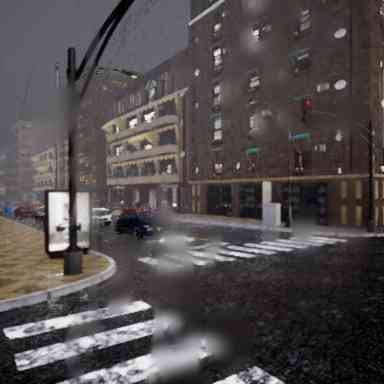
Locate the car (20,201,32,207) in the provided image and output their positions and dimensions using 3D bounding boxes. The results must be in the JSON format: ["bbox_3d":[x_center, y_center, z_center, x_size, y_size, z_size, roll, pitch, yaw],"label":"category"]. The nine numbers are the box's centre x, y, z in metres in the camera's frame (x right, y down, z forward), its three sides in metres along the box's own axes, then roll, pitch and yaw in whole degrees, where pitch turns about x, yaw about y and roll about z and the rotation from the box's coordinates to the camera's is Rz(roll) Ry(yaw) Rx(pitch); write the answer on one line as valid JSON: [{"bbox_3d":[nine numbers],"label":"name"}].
[{"bbox_3d":[-40.161,2.819,80.600,1.887,1.381,4.507,-1,0,-36],"label":"car"}]

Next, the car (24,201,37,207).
[{"bbox_3d":[-36.896,2.758,76.089,1.947,1.339,4.313,-1,0,-36],"label":"car"}]

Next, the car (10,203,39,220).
[{"bbox_3d":[-17.213,2.124,34.461,1.887,1.381,4.507,-1,0,-36],"label":"car"}]

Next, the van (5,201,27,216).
[{"bbox_3d":[-22.133,2.044,41.347,1.690,1.788,3.998,-1,0,-36],"label":"van"}]

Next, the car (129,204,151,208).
[{"bbox_3d":[-5.451,1.849,32.862,1.967,1.590,4.097,-1,0,-36],"label":"car"}]

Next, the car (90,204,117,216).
[{"bbox_3d":[-10.709,2.121,40.045,1.802,1.307,4.206,-1,0,-36],"label":"car"}]

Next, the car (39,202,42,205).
[{"bbox_3d":[-14.477,2.055,35.278,1.837,1.490,4.892,0,-1,-36],"label":"car"}]

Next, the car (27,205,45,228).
[{"bbox_3d":[-11.135,1.979,25.985,2.008,1.369,4.403,-1,0,-36],"label":"car"}]

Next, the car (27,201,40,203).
[{"bbox_3d":[-33.633,2.550,71.578,1.967,1.590,4.097,-1,0,-36],"label":"car"}]

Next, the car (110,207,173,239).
[{"bbox_3d":[-2.836,1.825,19.174,1.994,1.385,4.181,0,-1,-36],"label":"car"}]

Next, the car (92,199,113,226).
[{"bbox_3d":[-8.370,1.620,26.820,2.150,2.045,5.566,0,-1,-36],"label":"car"}]
